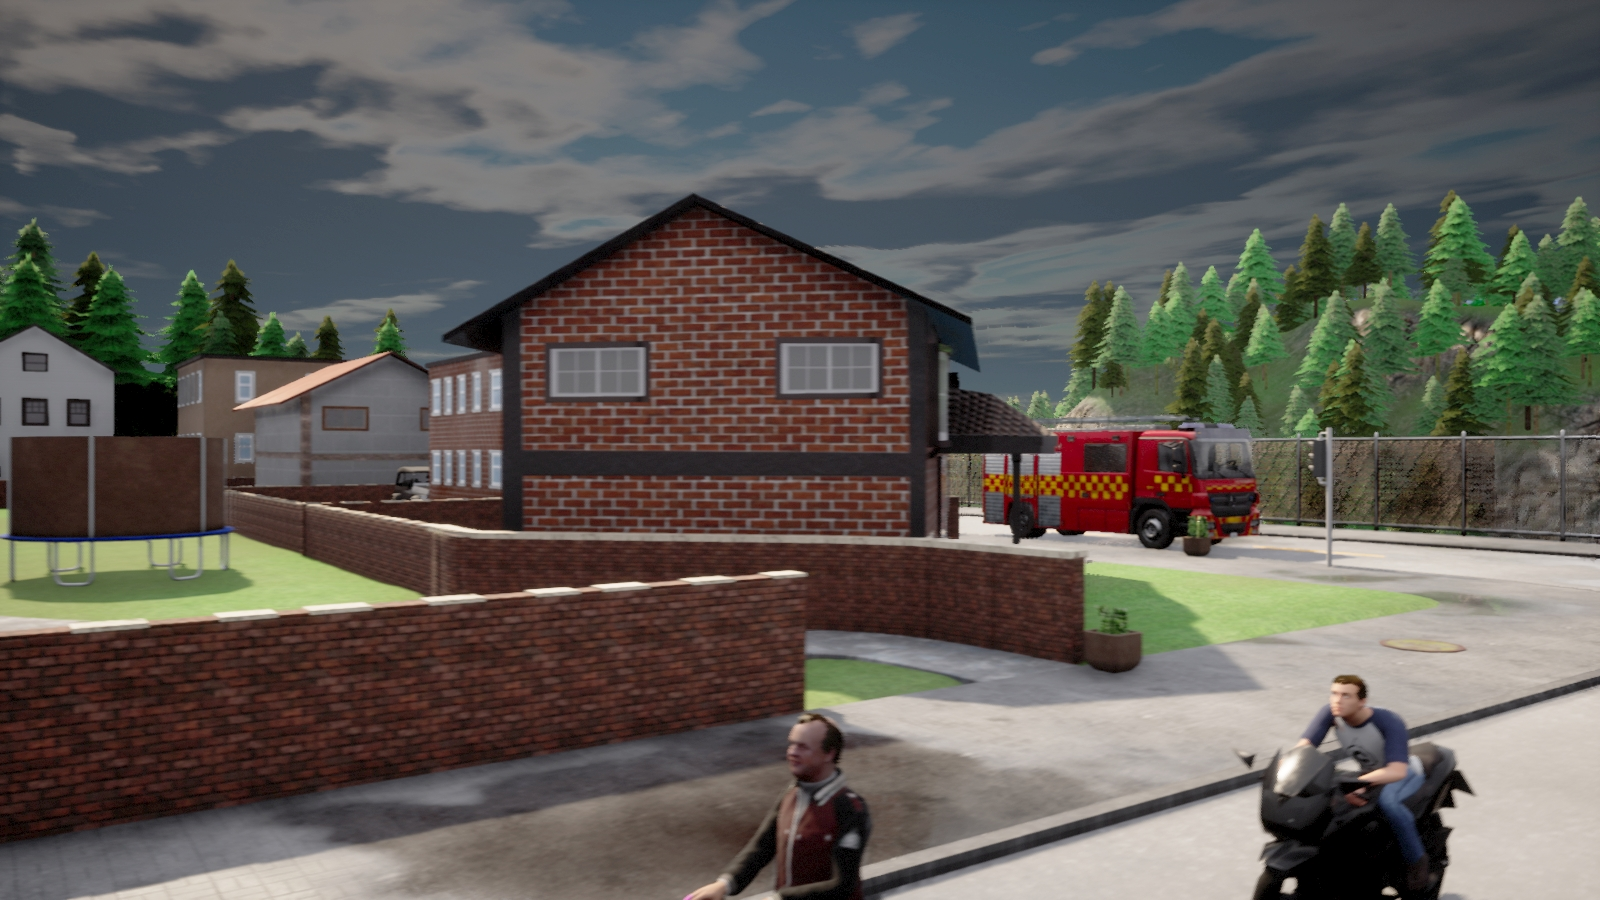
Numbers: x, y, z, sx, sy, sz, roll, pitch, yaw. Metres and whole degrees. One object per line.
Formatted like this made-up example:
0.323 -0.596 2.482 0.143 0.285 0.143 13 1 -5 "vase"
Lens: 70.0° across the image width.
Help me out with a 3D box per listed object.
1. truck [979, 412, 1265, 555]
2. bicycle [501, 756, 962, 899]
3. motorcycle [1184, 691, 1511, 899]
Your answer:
9.494 0.891 34.890 2.891 3.827 8.468 0 0 -35 "truck"
-0.179 2.060 4.298 1.835 1.471 0.329 0 0 -35 "bicycle"
3.202 2.186 6.604 2.033 1.199 0.803 0 0 -35 "motorcycle"
